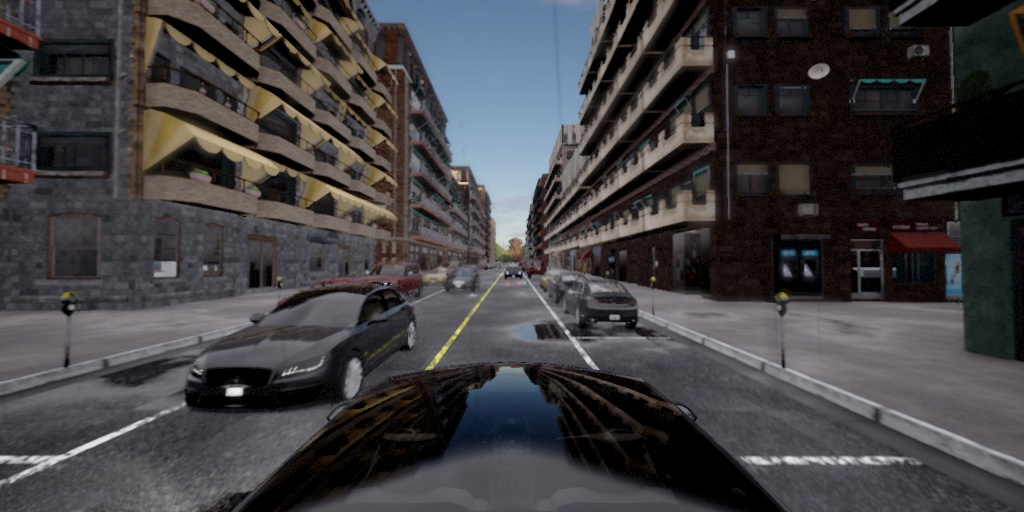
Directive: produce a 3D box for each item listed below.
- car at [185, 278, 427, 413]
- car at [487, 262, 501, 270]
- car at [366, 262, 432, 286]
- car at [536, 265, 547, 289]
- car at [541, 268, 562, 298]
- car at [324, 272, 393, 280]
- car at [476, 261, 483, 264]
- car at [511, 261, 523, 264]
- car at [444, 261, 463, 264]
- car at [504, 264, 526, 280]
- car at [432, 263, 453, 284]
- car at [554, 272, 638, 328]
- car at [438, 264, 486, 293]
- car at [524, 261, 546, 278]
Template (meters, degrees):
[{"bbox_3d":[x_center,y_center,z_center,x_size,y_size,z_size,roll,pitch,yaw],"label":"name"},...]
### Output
[{"bbox_3d":[-3.093,1.306,6.436,1.837,1.490,4.892,0,-1,0],"label":"car"},{"bbox_3d":[-2.919,1.792,64.614,1.994,1.385,4.181,0,-1,0],"label":"car"},{"bbox_3d":[-5.670,1.230,17.245,2.192,1.841,5.009,0,0,0],"label":"car"},{"bbox_3d":[2.718,1.501,22.938,1.751,1.417,4.829,0,0,0],"label":"car"},{"bbox_3d":[2.711,1.466,17.200,2.007,1.370,4.403,0,0,0],"label":"car"},{"bbox_3d":[-5.678,1.401,11.677,1.888,1.381,4.507,0,0,0],"label":"car"},{"bbox_3d":[-5.627,1.845,50.650,1.948,1.339,4.313,0,0,0],"label":"car"},{"bbox_3d":[0.158,1.722,47.415,1.882,1.535,5.008,0,-1,0],"label":"car"},{"bbox_3d":[-5.649,1.411,33.947,2.192,1.841,5.009,0,0,0],"label":"car"},{"bbox_3d":[0.147,1.734,37.253,1.895,1.301,4.718,0,-1,0],"label":"car"},{"bbox_3d":[-5.656,1.561,28.210,1.751,1.417,4.829,0,0,0],"label":"car"},{"bbox_3d":[2.703,1.407,11.633,2.007,1.370,4.403,0,0,0],"label":"car"},{"bbox_3d":[-3.073,1.469,23.089,2.128,1.511,4.902,0,-1,0],"label":"car"},{"bbox_3d":[2.739,1.472,39.470,2.192,1.841,5.009,0,0,0],"label":"car"}]
